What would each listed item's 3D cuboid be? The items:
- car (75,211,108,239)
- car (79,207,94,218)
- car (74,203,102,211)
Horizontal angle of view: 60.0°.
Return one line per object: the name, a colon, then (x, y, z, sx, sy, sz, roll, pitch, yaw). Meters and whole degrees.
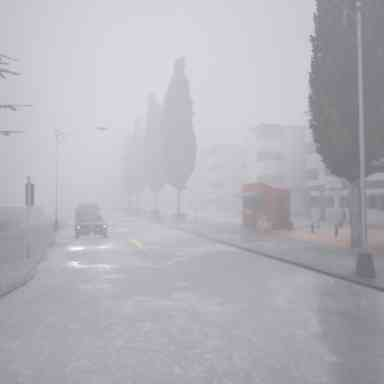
car: (-6.466, 2.149, 21.277, 1.895, 1.301, 4.718, 0, -1, -18)
car: (-14.843, 2.805, 46.805, 1.895, 1.301, 4.718, 0, -1, -18)
car: (-9.823, 2.032, 31.385, 2.150, 2.045, 5.566, 0, -2, -18)
